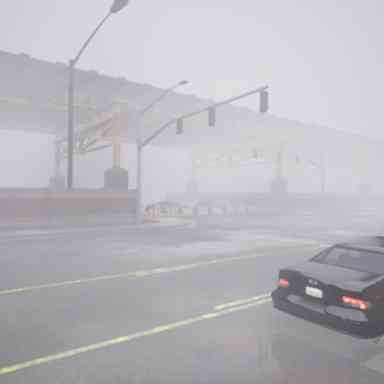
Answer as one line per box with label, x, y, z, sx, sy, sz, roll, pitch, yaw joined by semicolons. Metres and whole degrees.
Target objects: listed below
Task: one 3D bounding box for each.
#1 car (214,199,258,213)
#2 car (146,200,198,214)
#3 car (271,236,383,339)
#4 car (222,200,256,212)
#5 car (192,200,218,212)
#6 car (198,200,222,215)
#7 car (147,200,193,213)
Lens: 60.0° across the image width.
car;5.428;1.728;41.343;4.974;1.542;2.038;0;0;-7
car;-2.198;1.633;34.864;4.974;1.542;2.038;0;0;8
car;3.921;1.614;6.596;5.357;1.411;2.033;1;0;-36
car;5.378;1.570;41.337;4.536;1.218;1.853;0;0;-7
car;1.551;1.520;37.617;1.853;1.218;4.536;0;0;18
car;1.534;1.677;37.566;2.038;1.542;4.974;0;0;18
car;-2.249;1.476;34.872;4.536;1.218;1.853;0;0;8
